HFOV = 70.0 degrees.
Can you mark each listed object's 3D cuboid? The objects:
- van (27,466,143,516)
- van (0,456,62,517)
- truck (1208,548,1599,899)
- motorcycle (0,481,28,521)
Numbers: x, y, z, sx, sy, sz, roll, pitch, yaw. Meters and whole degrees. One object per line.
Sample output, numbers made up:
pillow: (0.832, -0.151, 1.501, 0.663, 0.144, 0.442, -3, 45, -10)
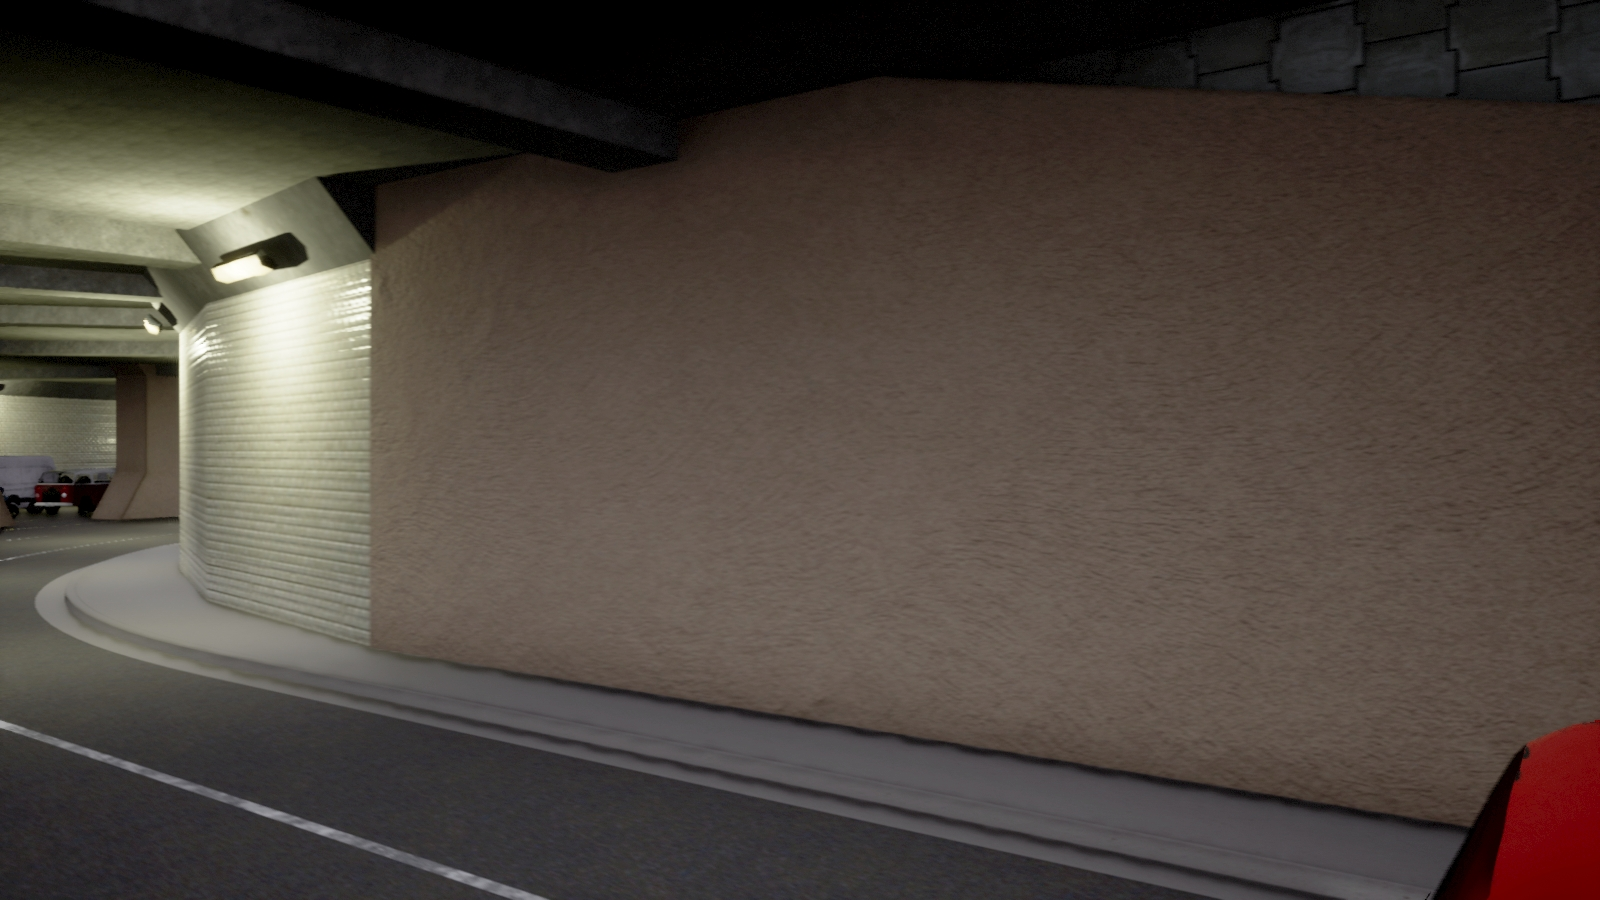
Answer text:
van: (-31.599, 1.781, 50.641, 2.069, 2.038, 4.480, 0, 0, 5)
van: (-34.773, 1.533, 48.667, 1.988, 2.561, 5.915, 0, 0, 12)
truck: (3.506, 1.568, 1.322, 5.204, 2.467, 2.627, 0, 0, 35)
motorcycle: (-31.891, 2.031, 45.400, 0.803, 1.505, 2.033, 0, 0, 11)
